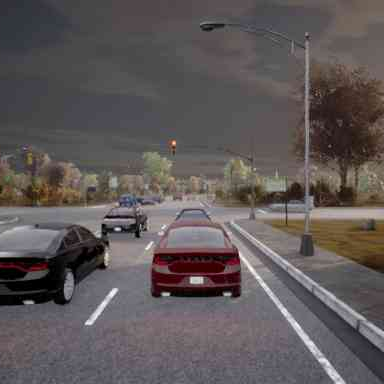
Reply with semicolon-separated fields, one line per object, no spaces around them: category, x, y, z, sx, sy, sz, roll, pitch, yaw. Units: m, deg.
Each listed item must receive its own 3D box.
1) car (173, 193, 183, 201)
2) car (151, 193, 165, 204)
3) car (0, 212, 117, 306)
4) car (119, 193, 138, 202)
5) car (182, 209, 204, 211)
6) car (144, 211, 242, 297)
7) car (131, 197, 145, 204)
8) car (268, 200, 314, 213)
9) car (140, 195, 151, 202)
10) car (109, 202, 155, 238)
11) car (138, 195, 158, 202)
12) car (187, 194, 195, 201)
car;-3.703;1.217;85.445;2.150;2.045;5.566;0;0;0
car;-7.191;1.222;65.383;2.150;2.045;5.566;0;0;0
car;-3.417;1.478;8.141;1.882;1.535;5.008;0;0;0
car;-10.685;1.221;55.856;2.150;2.045;5.566;0;0;2
car;0.061;1.564;17.605;1.994;1.385;4.181;0;0;0
car;0.081;1.478;8.616;1.882;1.535;5.008;0;0;0
car;-10.685;1.600;65.848;1.895;1.301;4.718;0;0;0
car;10.940;1.601;37.042;4.718;1.301;1.895;0;0;1
car;-10.685;1.500;76.305;1.837;1.490;4.892;0;0;0
car;-3.434;1.491;17.628;2.128;1.511;4.902;0;0;-1
car;-7.223;1.564;55.437;1.994;1.385;4.181;0;0;-1
car;-0.204;1.348;85.809;2.097;1.767;4.553;0;0;0
